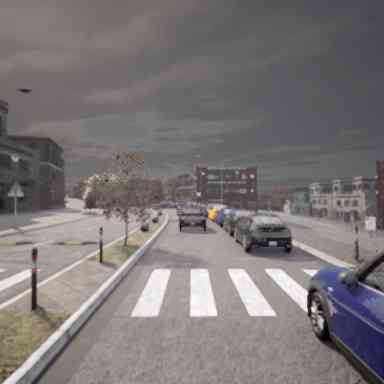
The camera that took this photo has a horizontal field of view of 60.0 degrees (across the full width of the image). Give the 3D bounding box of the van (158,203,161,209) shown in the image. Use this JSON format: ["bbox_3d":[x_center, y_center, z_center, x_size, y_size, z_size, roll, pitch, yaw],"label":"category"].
[{"bbox_3d":[-7.478,3.581,91.658,1.878,1.987,4.442,0,-3,-15],"label":"van"}]

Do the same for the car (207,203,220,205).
[{"bbox_3d":[2.687,1.983,31.423,2.097,1.535,5.008,0,-1,-2],"label":"car"}]

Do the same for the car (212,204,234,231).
[{"bbox_3d":[2.911,1.914,25.879,2.002,1.452,4.674,0,-1,-1],"label":"car"}]

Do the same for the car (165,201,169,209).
[{"bbox_3d":[-4.627,3.338,80.817,2.002,1.452,4.674,0,-2,-13],"label":"car"}]

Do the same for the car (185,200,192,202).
[{"bbox_3d":[0.604,2.426,53.508,2.231,1.521,4.892,0,-1,-7],"label":"car"}]

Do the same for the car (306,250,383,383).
[{"bbox_3d":[2.999,1.411,3.875,2.185,1.767,4.553,0,-1,0],"label":"car"}]

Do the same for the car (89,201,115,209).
[{"bbox_3d":[-21.964,3.233,82.158,5.566,2.045,2.435,0,-3,-15],"label":"car"}]

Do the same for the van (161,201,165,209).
[{"bbox_3d":[-6.001,3.319,86.326,1.878,1.987,4.442,0,-2,-14],"label":"van"}]

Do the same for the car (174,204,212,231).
[{"bbox_3d":[-0.001,1.846,23.632,2.128,1.511,4.902,0,-1,-1],"label":"car"}]

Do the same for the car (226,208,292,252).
[{"bbox_3d":[3.015,1.683,14.814,2.231,1.521,4.892,0,-1,0],"label":"car"}]

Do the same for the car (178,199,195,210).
[{"bbox_3d":[-1.158,2.460,64.617,2.435,2.045,5.566,0,-2,-10],"label":"car"}]

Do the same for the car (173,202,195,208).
[{"bbox_3d":[-1.058,2.318,41.978,1.895,1.301,4.718,0,-1,-5],"label":"car"}]

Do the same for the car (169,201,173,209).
[{"bbox_3d":[-3.365,3.120,75.425,2.002,1.452,4.674,0,-2,-12],"label":"car"}]

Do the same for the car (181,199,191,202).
[{"bbox_3d":[-0.229,2.432,59.083,2.185,1.767,4.553,0,-1,-9],"label":"car"}]

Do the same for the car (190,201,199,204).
[{"bbox_3d":[1.285,2.356,48.129,2.002,1.452,4.674,0,-1,-6],"label":"car"}]
